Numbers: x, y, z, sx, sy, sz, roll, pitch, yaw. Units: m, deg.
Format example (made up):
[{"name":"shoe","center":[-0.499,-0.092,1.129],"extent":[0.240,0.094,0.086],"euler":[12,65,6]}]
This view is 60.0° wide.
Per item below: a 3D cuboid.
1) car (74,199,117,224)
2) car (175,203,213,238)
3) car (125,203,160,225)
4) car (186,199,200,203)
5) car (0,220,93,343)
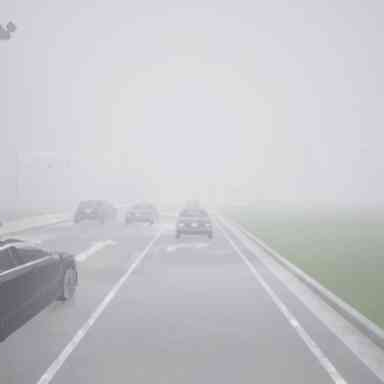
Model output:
[{"name":"car","center":[-6.902,1.298,24.251],"extent":[2.097,1.767,4.553],"euler":[0,0,0]},{"name":"car","center":[0.100,1.508,17.336],"extent":[2.033,1.411,5.357],"euler":[0,0,0]},{"name":"car","center":[-3.402,1.494,23.388],"extent":[2.033,1.411,5.357],"euler":[0,0,0]},{"name":"car","center":[0.082,1.466,35.647],"extent":[2.033,1.411,5.357],"euler":[0,0,0]},{"name":"car","center":[-3.400,1.479,5.321],"extent":[2.128,1.511,4.902],"euler":[0,0,0]}]
